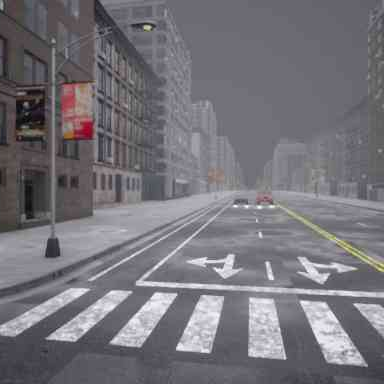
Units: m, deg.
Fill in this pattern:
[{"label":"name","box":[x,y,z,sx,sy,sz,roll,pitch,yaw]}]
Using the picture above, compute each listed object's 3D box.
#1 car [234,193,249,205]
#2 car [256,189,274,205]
[{"label":"car","box":[7.051,0.928,47.505,1.882,1.535,5.008,0,1,10]},{"label":"car","box":[10.249,0.673,46.924,2.150,2.045,5.566,0,1,10]}]
